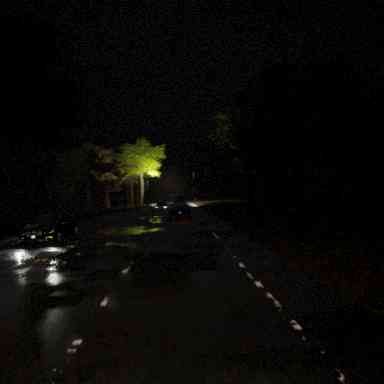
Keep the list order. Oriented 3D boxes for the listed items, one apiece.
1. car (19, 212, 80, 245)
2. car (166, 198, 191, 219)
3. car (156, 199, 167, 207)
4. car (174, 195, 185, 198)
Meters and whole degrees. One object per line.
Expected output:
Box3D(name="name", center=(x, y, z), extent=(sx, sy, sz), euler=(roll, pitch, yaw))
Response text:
Box3D(name="car", center=(-7.603, 1.900, 18.145), extent=(1.837, 1.490, 4.892), euler=(-3, 0, -2))
Box3D(name="car", center=(-1.145, 1.648, 31.155), extent=(1.882, 1.535, 5.008), euler=(-2, 0, -2))
Box3D(name="car", center=(-6.202, 2.134, 68.289), extent=(1.882, 1.535, 5.008), euler=(-2, -1, 0))
Box3D(name="car", center=(-2.736, 1.738, 69.432), extent=(2.150, 2.045, 5.566), euler=(-2, -1, -2))
